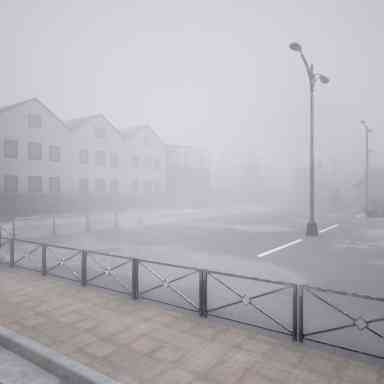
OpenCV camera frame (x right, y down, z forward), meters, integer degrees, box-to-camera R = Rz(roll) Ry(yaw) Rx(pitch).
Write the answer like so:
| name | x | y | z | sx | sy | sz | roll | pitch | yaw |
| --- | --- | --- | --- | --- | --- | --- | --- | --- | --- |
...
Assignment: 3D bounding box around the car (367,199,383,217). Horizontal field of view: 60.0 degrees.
| name | x | y | z | sx | sy | sz | roll | pitch | yaw |
| --- | --- | --- | --- | --- | --- | --- | --- | --- | --- |
| car | 15.385 | 1.298 | 26.832 | 2.007 | 1.523 | 4.514 | 0 | 0 | 35 |
